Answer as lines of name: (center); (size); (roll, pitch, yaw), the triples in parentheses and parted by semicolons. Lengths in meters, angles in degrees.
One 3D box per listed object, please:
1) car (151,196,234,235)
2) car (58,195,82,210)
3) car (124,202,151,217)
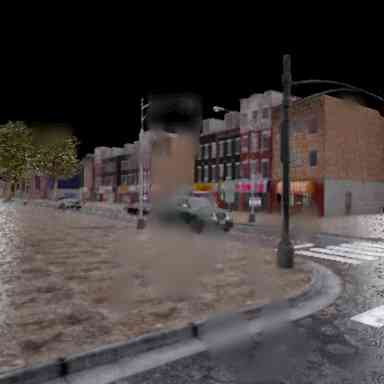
car: (0.021, 1.246, 19.652); (2.150, 2.045, 5.566); (1, 0, -35)
car: (-15.251, 1.486, 41.361); (2.033, 1.411, 5.357); (1, 0, -35)
car: (-4.753, 1.608, 31.542); (1.895, 1.301, 4.718); (1, 0, -35)
